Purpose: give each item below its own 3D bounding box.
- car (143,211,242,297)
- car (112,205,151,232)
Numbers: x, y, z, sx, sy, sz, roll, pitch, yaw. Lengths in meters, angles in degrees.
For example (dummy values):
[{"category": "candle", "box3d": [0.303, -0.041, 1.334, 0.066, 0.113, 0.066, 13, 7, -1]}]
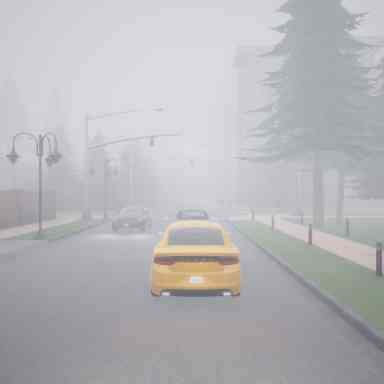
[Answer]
[{"category": "car", "box3d": [0.078, 1.478, 8.636, 1.882, 1.535, 5.008, 0, 0, 0]}, {"category": "car", "box3d": [-3.581, 1.531, 20.424, 1.812, 1.442, 4.674, 0, 0, 0]}]
